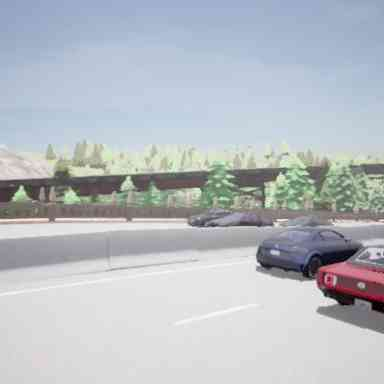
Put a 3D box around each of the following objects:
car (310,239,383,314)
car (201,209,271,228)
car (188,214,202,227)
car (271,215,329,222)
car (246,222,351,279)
[{"bbox_3d":[4.870,1.817,7.227,4.718,1.301,1.895,3,-2,-35],"label":"car"},{"bbox_3d":[3.614,2.197,23.777,5.357,1.411,2.033,4,-2,-35],"label":"car"},{"bbox_3d":[1.935,2.177,26.876,4.892,1.490,1.837,4,-2,-35],"label":"car"},{"bbox_3d":[7.752,2.309,22.427,4.674,1.442,1.812,4,-2,-35],"label":"car"},{"bbox_3d":[4.079,1.847,10.962,4.181,1.385,1.994,3,-2,-35],"label":"car"}]
